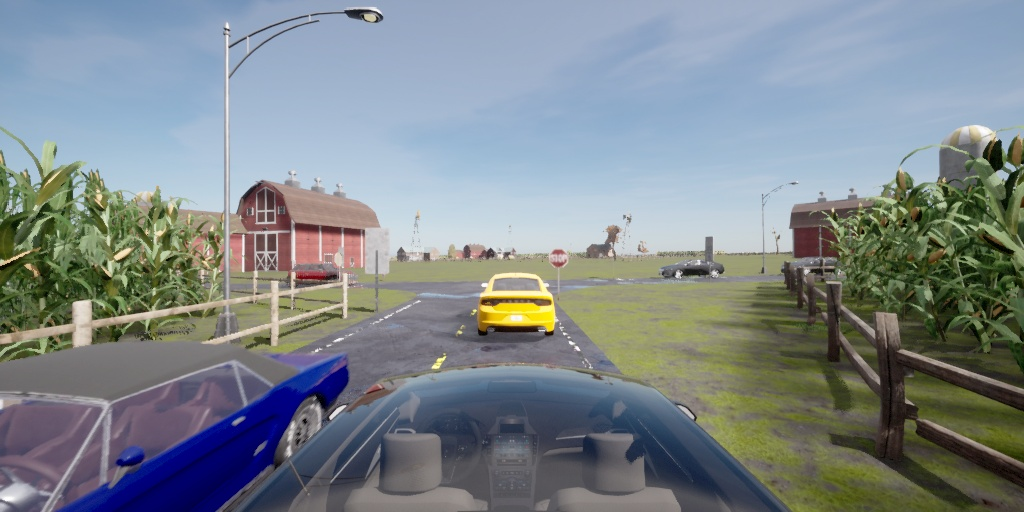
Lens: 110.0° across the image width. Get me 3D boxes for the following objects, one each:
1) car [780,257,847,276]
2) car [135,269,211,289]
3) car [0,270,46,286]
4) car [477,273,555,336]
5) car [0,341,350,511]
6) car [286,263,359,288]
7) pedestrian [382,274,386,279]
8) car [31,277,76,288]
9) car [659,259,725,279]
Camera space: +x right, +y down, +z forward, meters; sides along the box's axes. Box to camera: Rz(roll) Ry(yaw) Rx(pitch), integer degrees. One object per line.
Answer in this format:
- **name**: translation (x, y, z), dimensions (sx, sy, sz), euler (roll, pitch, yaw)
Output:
- **car**: translation (24.462, 0.820, 29.156), dimensions (4.902, 1.511, 2.128), euler (-1, 0, -7)
- **car**: translation (-25.571, 1.688, 26.743), dimensions (5.357, 1.411, 2.033), euler (-1, -1, 7)
- **car**: translation (-46.689, 2.049, 33.731), dimensions (4.674, 1.442, 1.812), euler (-1, -1, 15)
- **car**: translation (0.103, 1.229, 10.470), dimensions (1.882, 1.535, 5.008), euler (0, 0, 0)
- **car**: translation (-2.855, 1.346, 2.053), dimensions (1.895, 1.301, 4.718), euler (0, 0, 0)
- **car**: translation (-13.330, 1.288, 25.409), dimensions (4.553, 1.767, 2.097), euler (-1, -1, 6)
- **pedestrian**: translation (-11.176, 1.621, 31.209), dimensions (0.500, 1.100, 0.500), euler (0, 0, 4)
- **car**: translation (-36.060, 1.792, 28.466), dimensions (5.008, 1.535, 1.882), euler (-1, -1, 11)
- **car**: translation (14.090, 0.998, 28.245), dimensions (4.902, 1.511, 2.128), euler (-1, 0, -4)
